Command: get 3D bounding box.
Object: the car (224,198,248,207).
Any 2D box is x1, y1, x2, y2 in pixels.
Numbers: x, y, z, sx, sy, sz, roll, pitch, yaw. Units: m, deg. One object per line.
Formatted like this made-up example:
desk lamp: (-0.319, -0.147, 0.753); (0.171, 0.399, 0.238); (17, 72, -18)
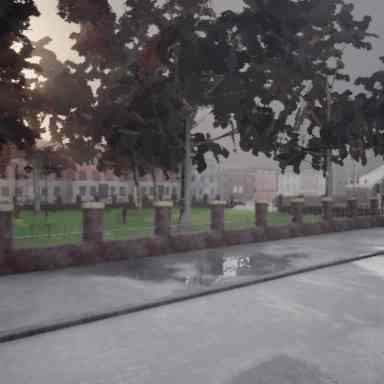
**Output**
car: (6.097, 1.526, 49.497); (1.895, 1.301, 4.718); (0, 0, -35)
